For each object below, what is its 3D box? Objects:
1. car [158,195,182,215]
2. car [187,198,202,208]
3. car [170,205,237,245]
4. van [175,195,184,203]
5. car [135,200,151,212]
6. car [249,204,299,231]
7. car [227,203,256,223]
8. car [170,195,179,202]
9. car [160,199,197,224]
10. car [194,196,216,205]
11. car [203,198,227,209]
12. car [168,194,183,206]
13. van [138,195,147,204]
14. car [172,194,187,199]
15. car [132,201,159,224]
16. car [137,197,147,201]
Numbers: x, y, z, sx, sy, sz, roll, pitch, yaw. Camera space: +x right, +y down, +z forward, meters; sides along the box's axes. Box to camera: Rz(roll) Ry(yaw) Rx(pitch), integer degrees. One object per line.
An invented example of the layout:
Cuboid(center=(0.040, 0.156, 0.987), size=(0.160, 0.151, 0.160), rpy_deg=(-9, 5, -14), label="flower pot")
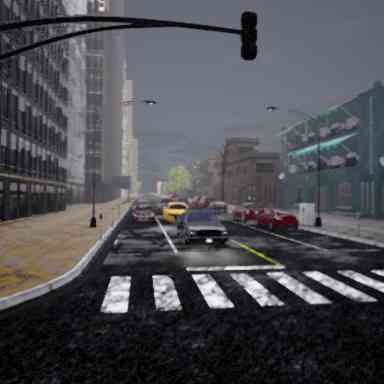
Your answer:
Cuboid(center=(-2.613, 1.471, 35.584), size=(2.097, 1.767, 4.553), rpy_deg=(1, 0, -8), label="car")
Cuboid(center=(0.390, 1.758, 54.414), size=(1.752, 1.417, 4.829), rpy_deg=(1, 0, -9), label="car")
Cuboid(center=(0.311, 1.601, 16.160), size=(2.033, 1.411, 5.357), rpy_deg=(1, 0, -9), label="car")
Cuboid(center=(-2.899, 1.616, 76.184), size=(1.690, 1.788, 3.998), rpy_deg=(1, 0, -9), label="van")
Cuboid(center=(-6.212, 1.691, 42.022), size=(1.802, 1.307, 4.206), rpy_deg=(1, 0, -9), label="car")
Cuboid(center=(5.392, 1.716, 21.338), size=(1.802, 1.307, 4.206), rpy_deg=(1, 0, -9), label="car")
Cuboid(center=(4.565, 1.593, 26.826), size=(1.967, 1.590, 4.097), rpy_deg=(1, 0, -9), label="car")
Cuboid(center=(-4.560, 1.732, 87.150), size=(1.967, 1.590, 4.097), rpy_deg=(1, 0, -9), label="car")
Cuboid(center=(-1.144, 1.565, 25.842), size=(1.882, 1.535, 5.008), rpy_deg=(1, 0, -9), label="car")
Cuboid(center=(2.080, 1.519, 43.277), size=(2.192, 1.841, 5.009), rpy_deg=(1, 0, -9), label="car")
Cuboid(center=(2.904, 1.739, 37.792), size=(2.008, 1.369, 4.403), rpy_deg=(1, 0, -9), label="car")
Cuboid(center=(-3.079, 1.439, 59.977), size=(2.150, 2.045, 5.566), rpy_deg=(1, 0, -9), label="car")
Cuboid(center=(-10.354, 1.512, 69.446), size=(1.690, 1.788, 3.998), rpy_deg=(1, 0, -9), label="van")
Cuboid(center=(-1.566, 1.545, 49.959), size=(2.097, 1.767, 4.553), rpy_deg=(1, 0, -9), label="car")
Cuboid(center=(-3.723, 1.641, 25.571), size=(1.802, 1.307, 4.206), rpy_deg=(1, 0, -9), label="car")
Cuboid(center=(-4.550, 1.517, 31.055), size=(1.967, 1.590, 4.097), rpy_deg=(1, 0, -9), label="car")
